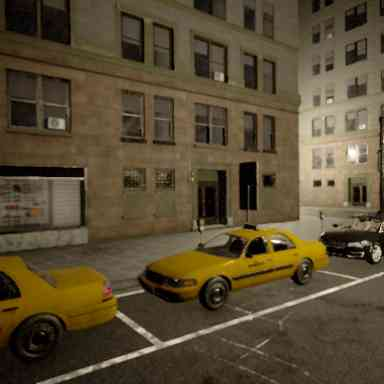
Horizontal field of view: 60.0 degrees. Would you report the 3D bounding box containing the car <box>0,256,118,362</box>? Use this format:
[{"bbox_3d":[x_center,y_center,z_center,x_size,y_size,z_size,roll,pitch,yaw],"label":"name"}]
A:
[{"bbox_3d":[-3.446,1.531,4.307,4.829,1.417,1.752,-1,1,-35],"label":"car"}]

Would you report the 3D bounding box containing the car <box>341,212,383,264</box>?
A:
[{"bbox_3d":[5.921,1.386,10.988,4.403,1.369,2.008,-1,1,-35],"label":"car"}]

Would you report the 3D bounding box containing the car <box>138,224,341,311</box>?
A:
[{"bbox_3d":[1.169,1.448,7.599,4.829,1.417,1.752,-1,1,-35],"label":"car"}]
